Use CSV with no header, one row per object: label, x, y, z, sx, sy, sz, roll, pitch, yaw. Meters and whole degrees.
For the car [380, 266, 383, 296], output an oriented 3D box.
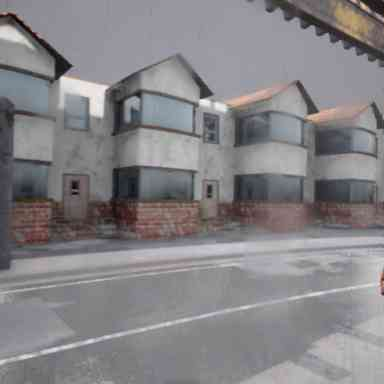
car,6.212,1.455,6.957,4.553,1.767,2.097,1,0,-23
